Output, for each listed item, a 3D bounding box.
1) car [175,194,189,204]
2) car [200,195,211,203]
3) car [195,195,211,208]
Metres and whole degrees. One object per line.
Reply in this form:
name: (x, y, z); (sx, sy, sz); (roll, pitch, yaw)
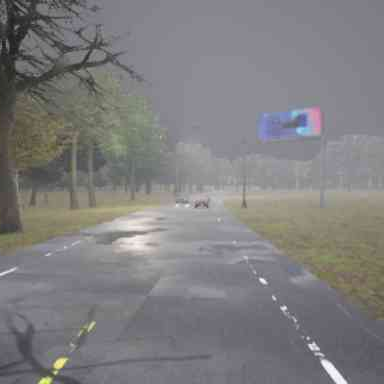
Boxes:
car: (-1.618, 1.138, 56.240); (2.097, 1.767, 4.553); (0, 1, 4)
car: (2.614, 1.281, 63.931); (1.994, 1.385, 4.181); (0, 1, 4)
car: (1.447, 1.474, 46.548); (1.895, 1.301, 4.718); (0, 0, 3)
